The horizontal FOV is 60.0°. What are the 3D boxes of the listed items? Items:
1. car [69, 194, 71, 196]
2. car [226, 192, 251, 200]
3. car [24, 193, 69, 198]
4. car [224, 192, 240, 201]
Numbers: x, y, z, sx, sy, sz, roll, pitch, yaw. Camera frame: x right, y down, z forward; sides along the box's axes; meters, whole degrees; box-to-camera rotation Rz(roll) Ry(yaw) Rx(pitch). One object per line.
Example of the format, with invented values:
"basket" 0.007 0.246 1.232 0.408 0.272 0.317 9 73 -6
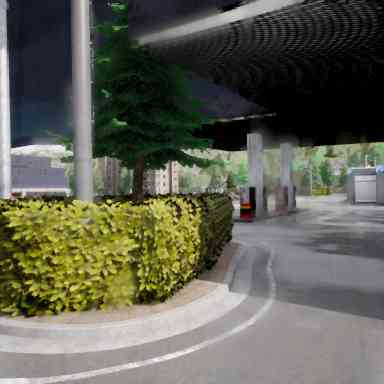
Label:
"car" -24.199 1.139 63.870 3.866 1.878 1.905 -1 0 35
"car" 9.250 0.822 66.482 4.514 1.523 2.007 -1 0 35
"car" -14.741 1.191 33.578 3.866 1.878 1.905 -1 0 35
"car" 7.477 0.861 63.894 5.027 1.636 2.152 -1 0 35
